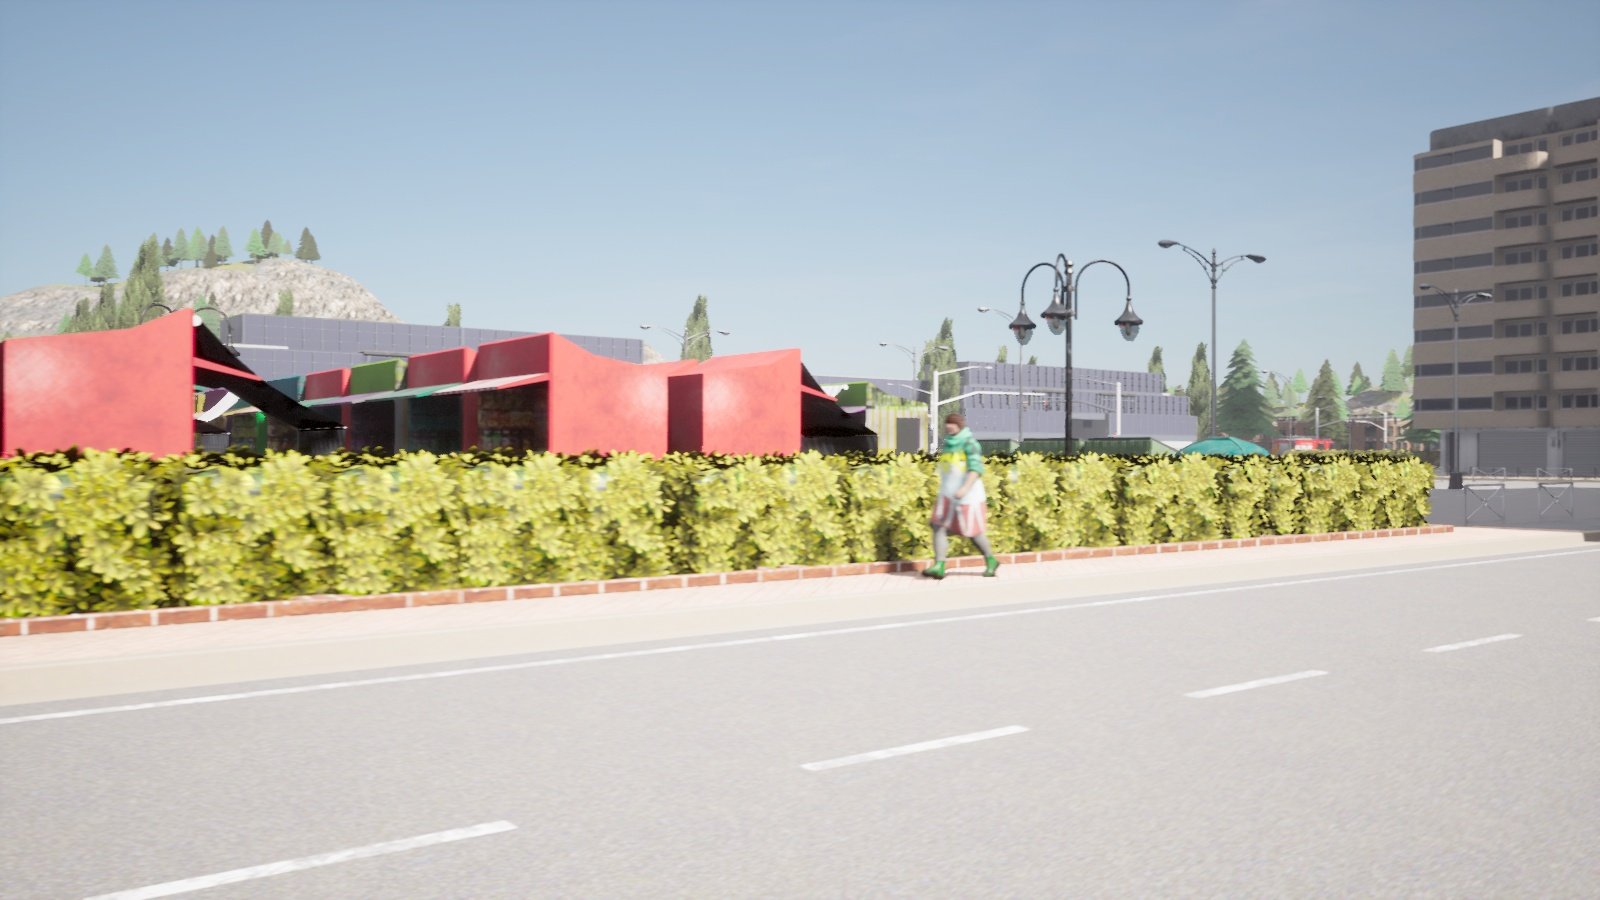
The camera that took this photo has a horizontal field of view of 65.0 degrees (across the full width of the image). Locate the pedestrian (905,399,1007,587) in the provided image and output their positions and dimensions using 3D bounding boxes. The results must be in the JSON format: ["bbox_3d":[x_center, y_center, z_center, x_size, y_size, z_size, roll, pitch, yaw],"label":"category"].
[{"bbox_3d":[1.676,0.446,13.524,0.873,1.952,0.659,0,0,-36],"label":"pedestrian"}]
